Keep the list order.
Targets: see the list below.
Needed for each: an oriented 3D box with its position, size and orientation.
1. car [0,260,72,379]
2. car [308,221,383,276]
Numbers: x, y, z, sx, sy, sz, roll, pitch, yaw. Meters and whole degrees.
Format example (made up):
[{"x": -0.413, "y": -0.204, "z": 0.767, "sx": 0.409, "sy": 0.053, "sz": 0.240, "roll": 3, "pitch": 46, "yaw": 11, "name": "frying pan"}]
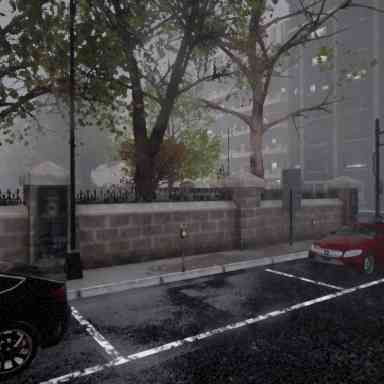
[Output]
[{"x": -3.696, "y": 1.566, "z": 3.955, "sx": 4.313, "sy": 1.339, "sz": 1.947, "roll": 0, "pitch": 0, "yaw": -35, "name": "car"}, {"x": 5.384, "y": 1.581, "z": 10.286, "sx": 4.206, "sy": 1.307, "sz": 1.802, "roll": 0, "pitch": 0, "yaw": -35, "name": "car"}]
